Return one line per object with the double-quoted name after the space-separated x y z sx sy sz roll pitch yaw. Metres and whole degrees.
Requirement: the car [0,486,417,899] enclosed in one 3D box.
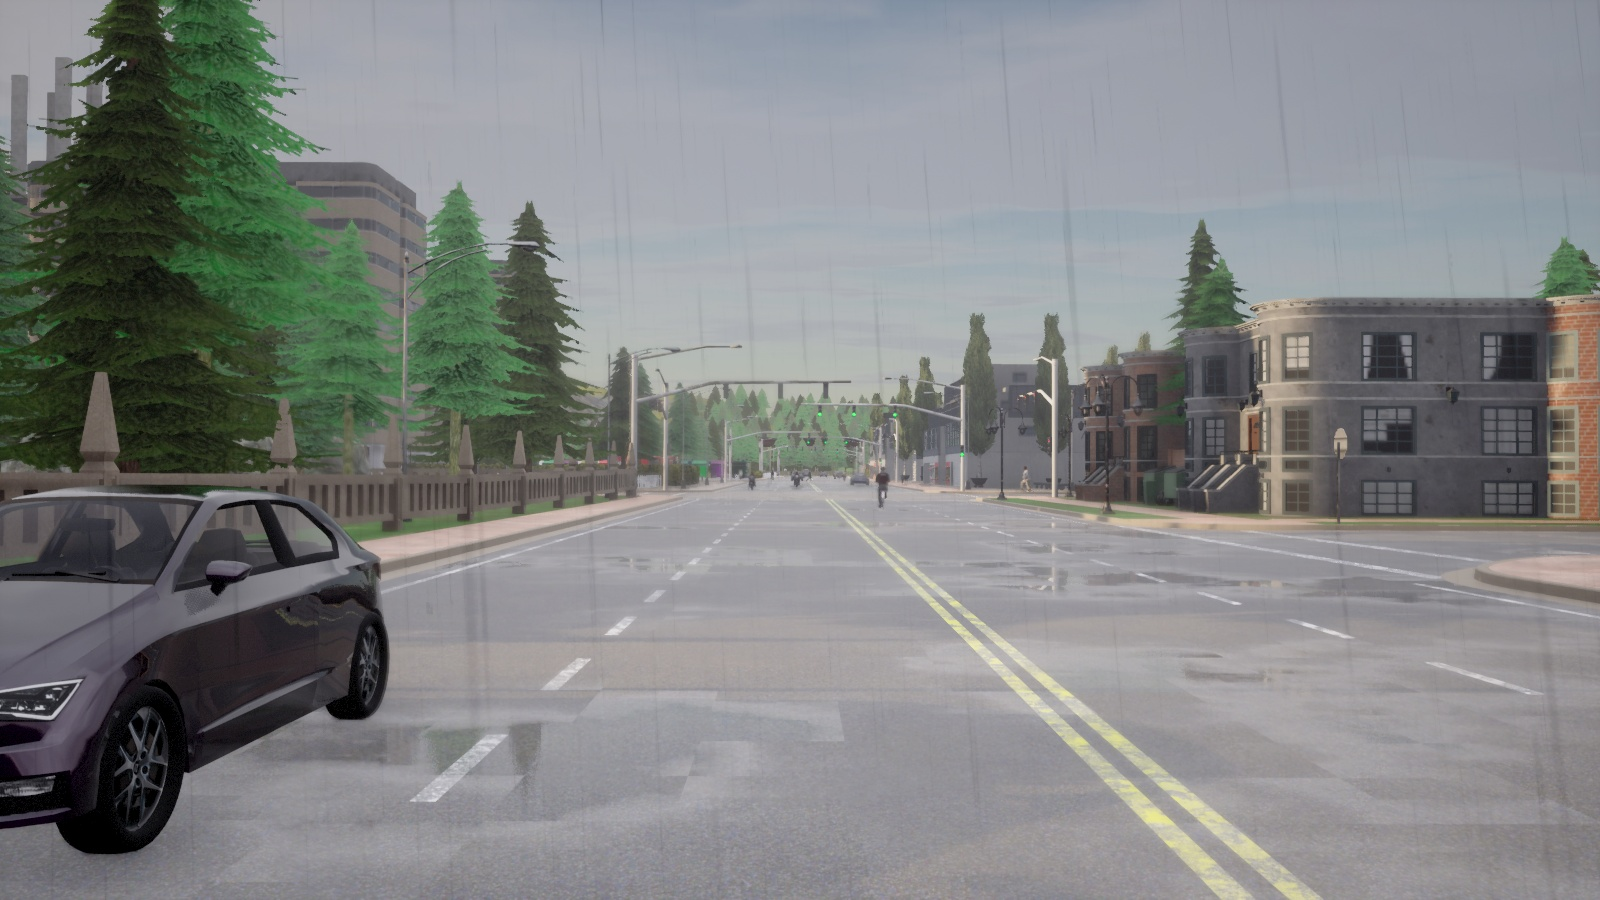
-3.515 0.951 6.460 1.816 1.474 4.193 0 -1 0 "car"
